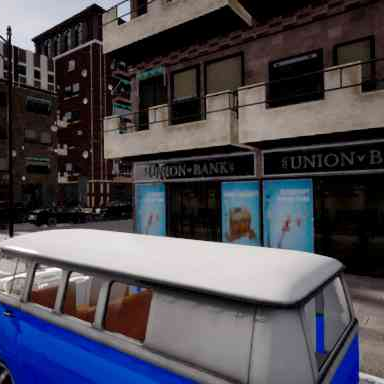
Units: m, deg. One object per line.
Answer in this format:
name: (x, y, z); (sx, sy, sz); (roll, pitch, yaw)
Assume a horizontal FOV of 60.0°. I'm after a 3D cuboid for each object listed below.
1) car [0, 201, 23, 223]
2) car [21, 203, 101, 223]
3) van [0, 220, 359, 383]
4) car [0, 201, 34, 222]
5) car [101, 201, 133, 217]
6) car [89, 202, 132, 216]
car: (-14.425, 1.462, 24.357); (2.097, 1.767, 4.553); (-1, -1, 36)
car: (-8.707, 1.583, 22.370); (1.947, 1.339, 4.313); (-2, -1, 36)
van: (-0.534, 1.342, 3.231); (3.998, 1.788, 1.690); (0, -1, 35)
car: (-15.479, 1.608, 27.310); (1.967, 1.590, 4.097); (-2, -1, 36)
car: (-7.566, 1.669, 33.764); (2.128, 1.511, 4.902); (-1, -1, 36)
car: (-8.836, 1.797, 36.421); (1.947, 1.339, 4.313); (-2, -1, 36)
